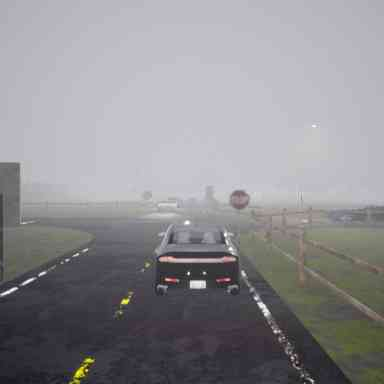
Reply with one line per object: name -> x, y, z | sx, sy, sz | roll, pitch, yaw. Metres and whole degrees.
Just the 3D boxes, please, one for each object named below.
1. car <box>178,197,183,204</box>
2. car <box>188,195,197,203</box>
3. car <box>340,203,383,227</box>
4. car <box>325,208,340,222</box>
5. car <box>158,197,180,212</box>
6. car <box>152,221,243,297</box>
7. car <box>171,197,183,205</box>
car -> -2.786, 1.473, 48.507 | 1.882, 1.535, 5.008 | 0, 0, 0
car -> 0.157, 1.468, 71.326 | 1.882, 1.535, 5.008 | 0, 0, 0
car -> 13.319, 1.629, 23.025 | 4.892, 1.490, 1.837 | 0, 1, 1
car -> 13.010, 1.590, 25.922 | 5.008, 1.535, 1.882 | 0, 0, 0
car -> -2.835, 1.597, 39.025 | 1.895, 1.301, 4.718 | 0, 0, 1
car -> 0.110, 1.491, 8.573 | 2.128, 1.511, 4.902 | 0, 0, 0
car -> -2.748, 1.557, 61.478 | 1.994, 1.385, 4.181 | 0, 0, 0
